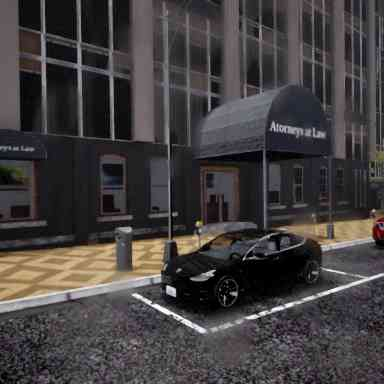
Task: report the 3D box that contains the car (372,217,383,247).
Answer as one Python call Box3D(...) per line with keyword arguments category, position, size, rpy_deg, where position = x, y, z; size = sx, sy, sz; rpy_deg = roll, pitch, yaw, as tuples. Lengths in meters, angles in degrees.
Box3D(category="car", position=(9.605, 1.310, 14.014), size=(5.009, 1.841, 2.192), rpy_deg=(0, -1, -37))

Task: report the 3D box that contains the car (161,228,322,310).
Box3D(category="car", position=(1.329, 1.564, 7.812), size=(4.313, 1.339, 1.947), rpy_deg=(0, -1, -37))
